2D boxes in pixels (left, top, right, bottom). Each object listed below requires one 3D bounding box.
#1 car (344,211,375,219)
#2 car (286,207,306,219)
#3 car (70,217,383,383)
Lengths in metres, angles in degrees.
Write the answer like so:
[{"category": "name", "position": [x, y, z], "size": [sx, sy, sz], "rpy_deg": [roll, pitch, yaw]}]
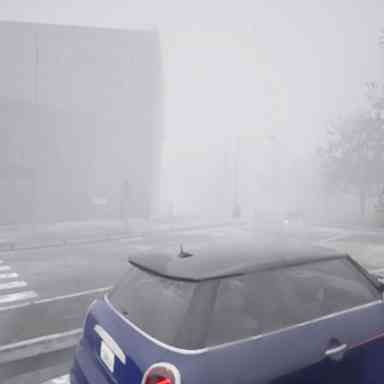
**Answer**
[{"category": "car", "position": [25.234, 3.551, 49.883], "size": [4.902, 1.511, 2.128], "rpy_deg": [3, -2, -12]}, {"category": "car", "position": [11.564, 2.398, 36.972], "size": [1.882, 1.535, 5.008], "rpy_deg": [2, -2, 19]}, {"category": "car", "position": [1.100, 1.359, 3.855], "size": [4.553, 1.767, 2.097], "rpy_deg": [0, 0, -33]}]
